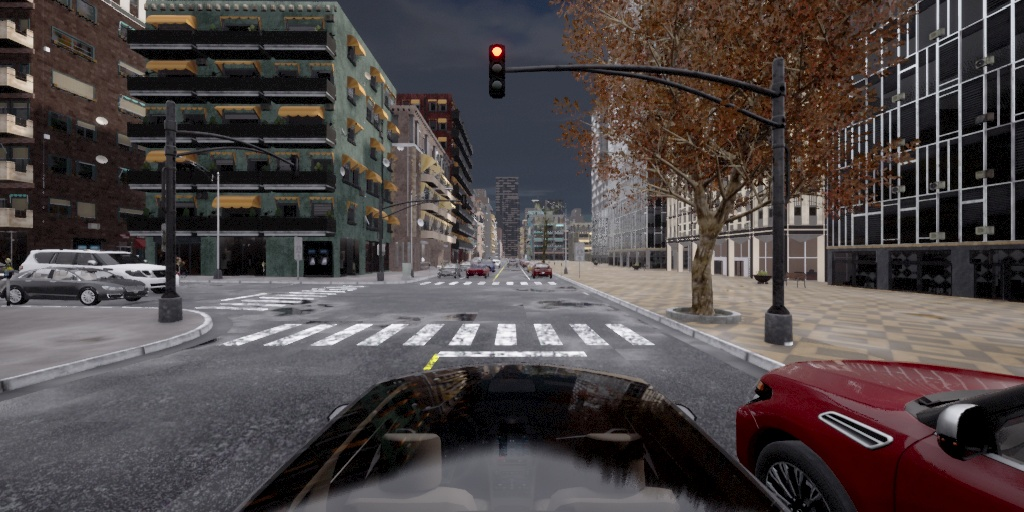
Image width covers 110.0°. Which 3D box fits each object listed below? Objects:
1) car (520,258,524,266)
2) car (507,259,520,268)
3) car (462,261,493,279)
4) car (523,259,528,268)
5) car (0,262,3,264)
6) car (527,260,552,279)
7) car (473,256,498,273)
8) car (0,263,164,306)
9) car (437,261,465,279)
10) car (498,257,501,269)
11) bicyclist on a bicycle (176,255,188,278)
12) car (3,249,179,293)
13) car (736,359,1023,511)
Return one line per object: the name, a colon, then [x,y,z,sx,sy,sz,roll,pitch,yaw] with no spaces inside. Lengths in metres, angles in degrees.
car: [2.679,1.375,60.640,1.802,1.307,4.207,0,0,0]
car: [0.087,1.289,64.453,2.128,1.511,4.902,0,0,0]
car: [-3.108,1.363,33.010,1.895,1.301,4.718,0,0,0]
car: [2.682,1.298,44.213,1.751,1.417,4.829,0,0,0]
car: [-33.192,0.869,21.766,4.403,1.370,2.007,0,0,-1]
car: [2.685,1.307,32.977,1.888,1.381,4.507,0,0,0]
car: [-3.107,1.124,43.324,2.097,1.767,4.553,0,0,0]
car: [-16.437,1.092,13.558,4.403,1.370,2.007,0,0,-1]
car: [-5.696,1.312,32.976,2.007,1.370,4.403,0,0,0]
car: [-3.085,1.015,60.224,2.150,2.045,5.566,0,0,0]
bicyclist on a bicycle: [-23.173,0.761,24.817,0.582,1.620,1.656,1,0,-1]
car: [-18.430,0.738,16.126,5.566,2.045,2.150,1,0,-1]
car: [2.692,1.065,0.590,2.192,1.841,5.009,0,0,0]
